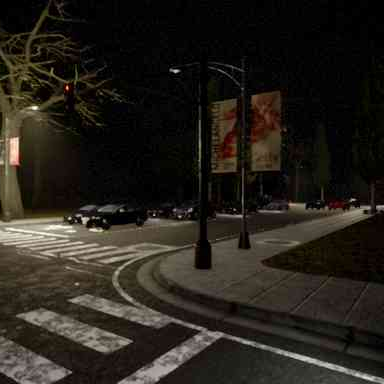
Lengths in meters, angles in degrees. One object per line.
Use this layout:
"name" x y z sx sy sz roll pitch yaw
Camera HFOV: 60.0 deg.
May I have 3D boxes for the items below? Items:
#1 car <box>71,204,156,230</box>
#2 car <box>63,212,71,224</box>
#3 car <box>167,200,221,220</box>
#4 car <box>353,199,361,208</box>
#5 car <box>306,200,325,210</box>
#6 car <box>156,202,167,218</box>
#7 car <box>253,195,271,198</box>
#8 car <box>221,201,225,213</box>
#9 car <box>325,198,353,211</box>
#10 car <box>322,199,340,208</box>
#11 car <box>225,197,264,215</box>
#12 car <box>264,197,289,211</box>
"car" -4.977 1.565 21.782 2.128 1.511 4.902 0 0 35
"car" -7.186 1.636 24.303 1.994 1.385 4.181 0 0 36
"car" 0.275 1.471 29.237 2.097 1.767 4.553 0 0 35
"car" 26.437 1.891 54.763 2.128 1.511 4.902 0 -1 35
"car" 17.858 1.823 48.217 1.812 1.442 4.674 0 0 35
"car" -1.855 1.665 31.847 2.033 1.411 5.357 0 0 35
"car" 9.961 1.470 48.559 2.150 2.045 5.566 0 0 38
"car" 3.875 1.775 39.995 1.895 1.301 4.718 0 0 35
"car" 20.677 1.657 46.581 2.097 1.767 4.553 0 0 35
"car" 23.549 1.915 56.318 1.812 1.442 4.674 0 -1 35
"car" 5.931 1.679 37.263 1.837 1.490 4.892 0 0 35
"car" 11.883 1.771 45.652 1.812 1.442 4.674 0 0 36
